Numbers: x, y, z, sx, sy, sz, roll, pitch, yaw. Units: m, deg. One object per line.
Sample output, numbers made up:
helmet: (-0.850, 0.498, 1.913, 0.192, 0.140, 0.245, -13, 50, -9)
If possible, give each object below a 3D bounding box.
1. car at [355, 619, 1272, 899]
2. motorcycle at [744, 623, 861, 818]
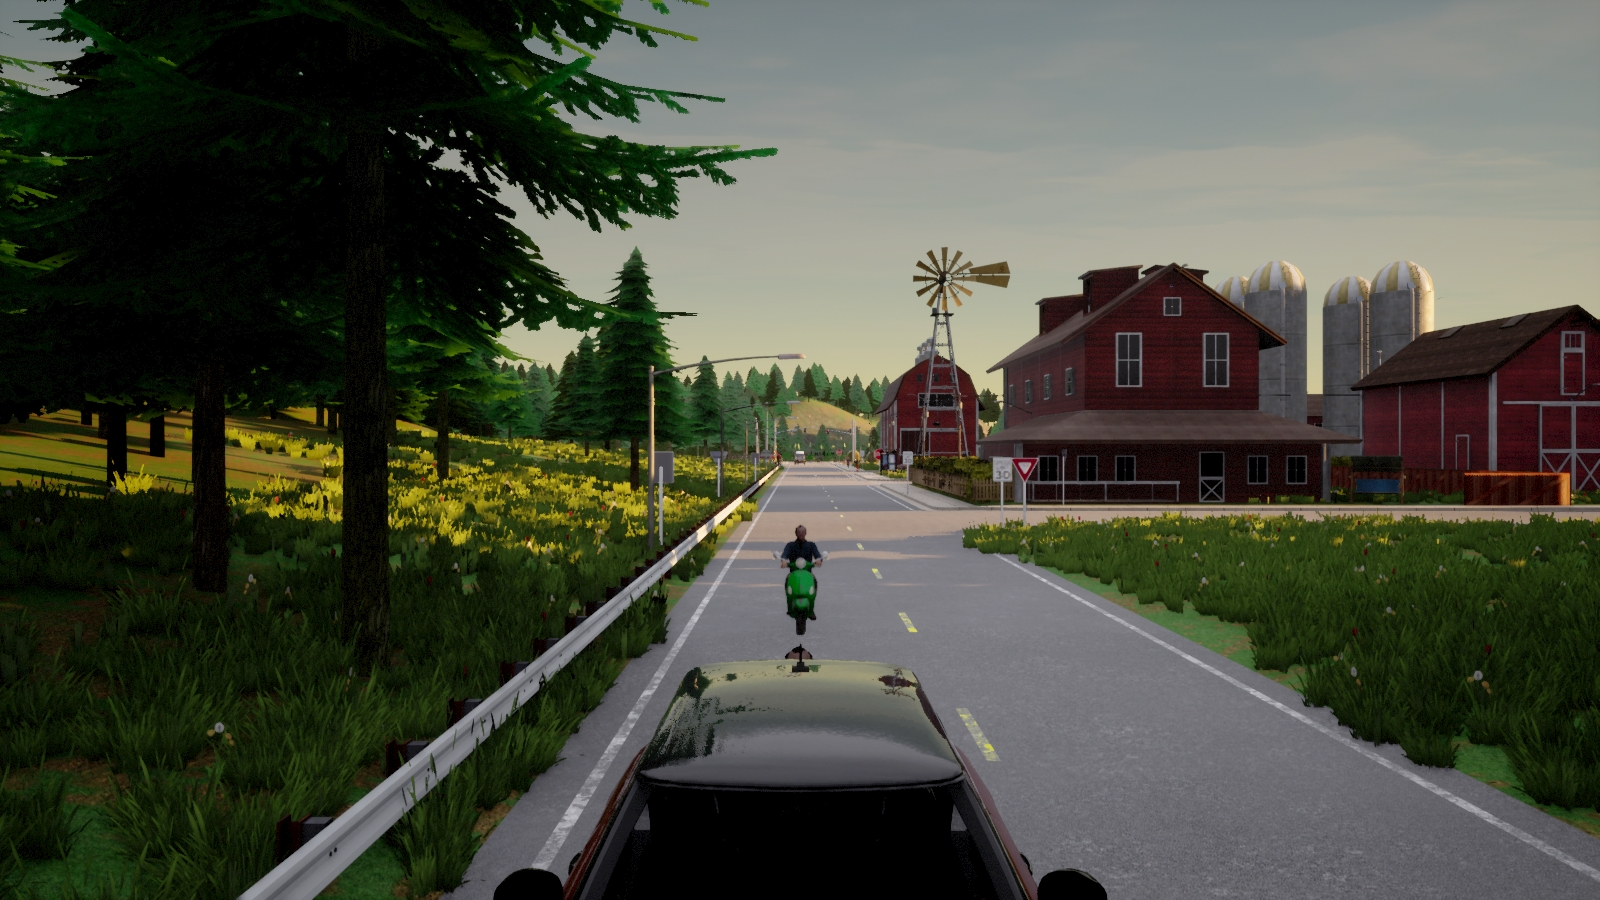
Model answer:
car: (0.032, 1.899, 4.503, 2.097, 1.767, 4.553, 0, 0, 0)
motorcycle: (0.015, 2.230, 9.842, 0.867, 1.251, 2.209, -1, -3, 0)
